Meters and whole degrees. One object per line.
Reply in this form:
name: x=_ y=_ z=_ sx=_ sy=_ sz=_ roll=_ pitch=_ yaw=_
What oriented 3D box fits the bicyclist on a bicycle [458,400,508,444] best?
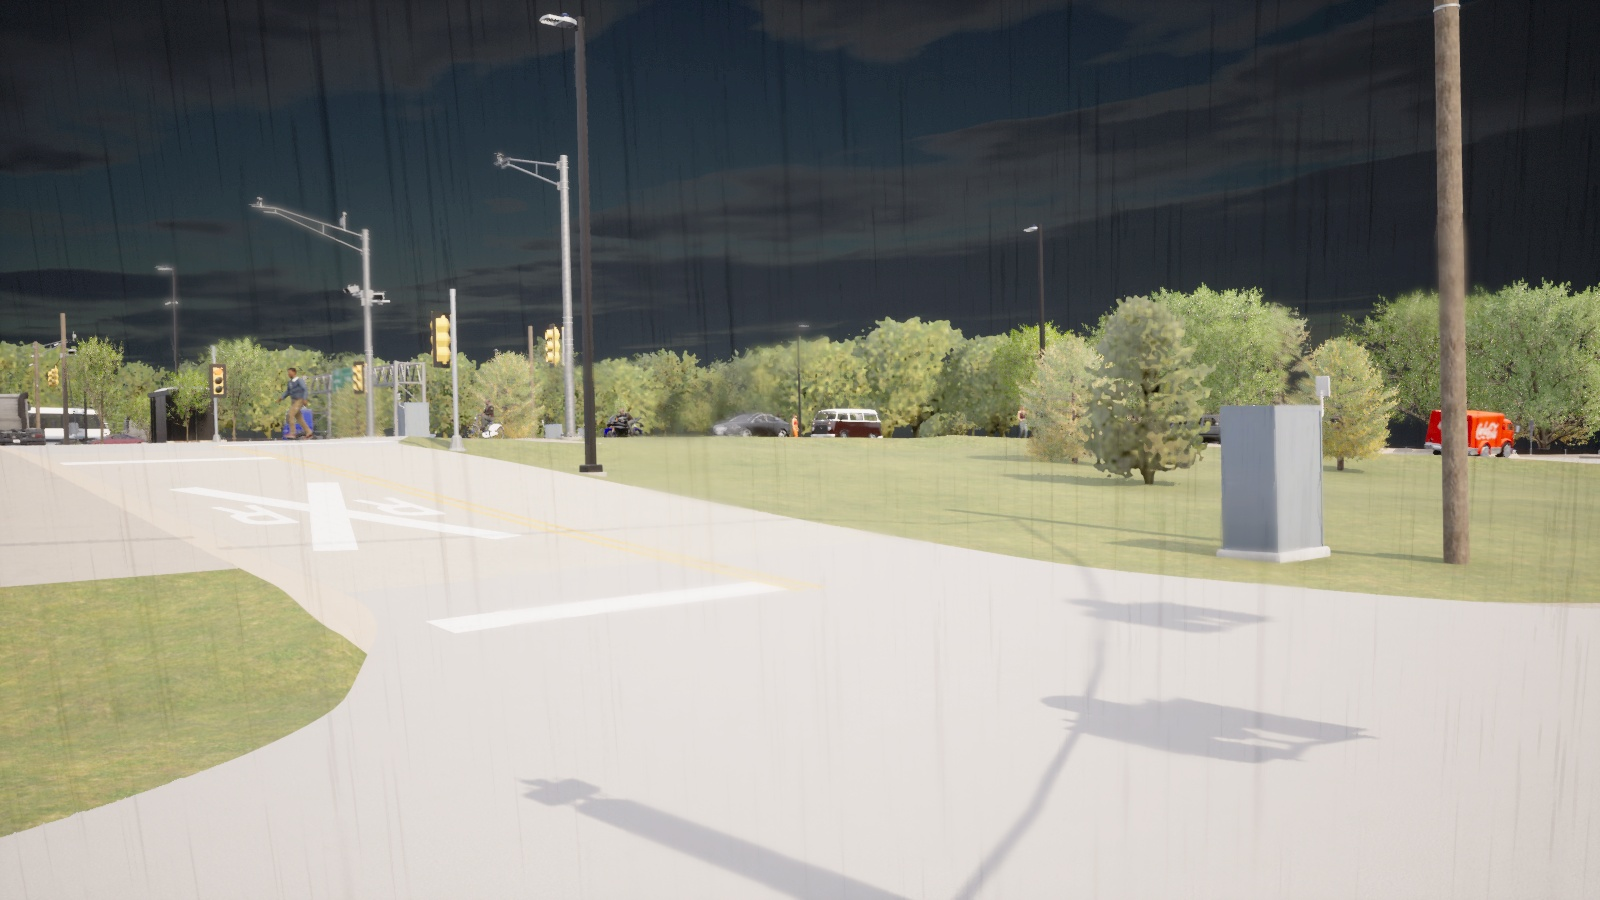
bicyclist on a bicycle: x=-13.038 y=-1.156 z=51.684 sx=1.843 sy=1.776 sz=0.659 roll=-1 pitch=0 yaw=-43

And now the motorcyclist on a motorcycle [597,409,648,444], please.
motorcyclist on a motorcycle: x=-7.990 y=-1.046 z=56.679 sx=0.866 sy=1.530 sz=2.191 roll=-1 pitch=-1 yaw=44

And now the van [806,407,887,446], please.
van: x=2.610 y=-1.298 z=70.299 sx=2.069 sy=2.038 sz=4.480 roll=-1 pitch=-1 yaw=43

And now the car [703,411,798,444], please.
car: x=-2.427 y=-1.098 z=62.692 sx=2.128 sy=1.511 sz=4.902 roll=-1 pitch=-1 yaw=36

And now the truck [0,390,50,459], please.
truck: x=-42.446 y=-1.261 z=67.001 sx=2.891 sy=3.462 sz=7.936 roll=-2 pitch=1 yaw=-39

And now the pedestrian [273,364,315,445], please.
pedestrian: x=-12.470 y=-1.122 z=30.968 sx=0.423 sy=1.949 sz=0.788 roll=-1 pitch=1 yaw=42

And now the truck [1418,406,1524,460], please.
truck: x=34.877 y=-0.924 z=65.231 sx=5.204 sy=2.467 sz=2.627 roll=-1 pitch=8 yaw=-36

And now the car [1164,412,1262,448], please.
car: x=22.145 y=-1.099 z=67.436 sx=1.932 sy=1.855 sz=4.605 roll=-2 pitch=3 yaw=-44
